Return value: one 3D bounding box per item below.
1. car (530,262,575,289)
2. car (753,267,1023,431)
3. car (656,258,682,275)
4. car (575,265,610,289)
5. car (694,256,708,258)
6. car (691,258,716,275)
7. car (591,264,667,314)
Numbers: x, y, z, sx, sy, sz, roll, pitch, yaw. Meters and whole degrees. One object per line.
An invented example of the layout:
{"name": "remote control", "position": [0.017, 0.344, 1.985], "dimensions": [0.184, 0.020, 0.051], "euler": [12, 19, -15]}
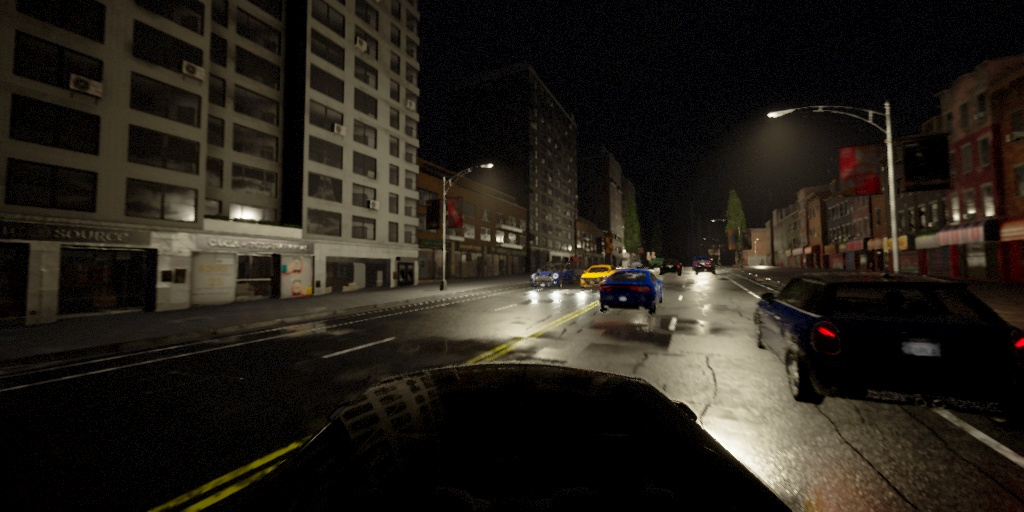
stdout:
{"name": "car", "position": [2.997, 1.314, 25.474], "dimensions": [2.097, 1.767, 4.553], "euler": [-2, -1, 27]}
{"name": "car", "position": [5.398, 1.030, 5.795], "dimensions": [2.097, 1.767, 4.553], "euler": [-2, -1, 27]}
{"name": "car", "position": [17.438, 1.168, 39.299], "dimensions": [2.097, 1.767, 4.553], "euler": [-2, -1, 27]}
{"name": "car", "position": [6.082, 1.358, 24.370], "dimensions": [1.882, 1.535, 5.008], "euler": [-2, -1, 27]}
{"name": "car", "position": [26.021, 1.064, 49.369], "dimensions": [2.150, 2.045, 5.566], "euler": [-2, -1, 27]}
{"name": "car", "position": [20.456, 1.227, 38.075], "dimensions": [2.128, 1.511, 4.902], "euler": [-2, -1, 27]}
{"name": "car", "position": [4.802, 1.269, 14.145], "dimensions": [1.882, 1.535, 5.008], "euler": [-2, -1, 27]}
